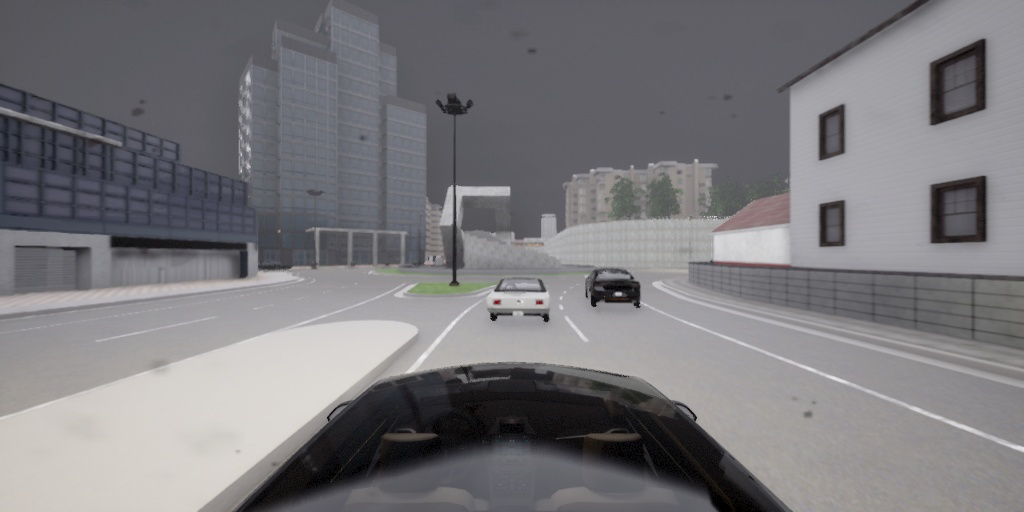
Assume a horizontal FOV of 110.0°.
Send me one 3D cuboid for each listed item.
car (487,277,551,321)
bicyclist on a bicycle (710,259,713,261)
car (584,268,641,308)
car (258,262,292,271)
[{"bbox_3d":[0.368,1.373,12.522,1.895,1.301,4.718,0,0,5],"label":"car"},{"bbox_3d":[20.261,1.120,36.154,1.656,1.620,0.582,0,0,11],"label":"bicyclist on a bicycle"},{"bbox_3d":[4.264,1.256,15.650,1.882,1.535,5.008,0,0,8],"label":"car"},{"bbox_3d":[-33.335,1.454,50.296,4.718,1.301,1.895,0,0,17],"label":"car"}]
